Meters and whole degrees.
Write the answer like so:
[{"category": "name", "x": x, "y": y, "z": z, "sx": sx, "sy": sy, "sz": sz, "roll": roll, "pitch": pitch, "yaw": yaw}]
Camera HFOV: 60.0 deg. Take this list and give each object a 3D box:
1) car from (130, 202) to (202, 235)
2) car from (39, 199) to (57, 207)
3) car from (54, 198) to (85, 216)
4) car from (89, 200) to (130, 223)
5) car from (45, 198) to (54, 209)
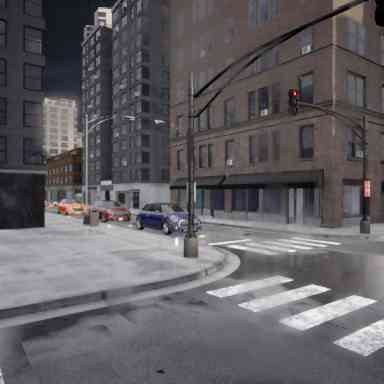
[{"category": "car", "x": -1.447, "y": 1.420, "z": 19.504, "sx": 2.097, "sy": 1.767, "sz": 4.553, "roll": 0, "pitch": 0, "yaw": -38}, {"category": "car", "x": -24.761, "y": 1.863, "z": 57.213, "sx": 1.895, "sy": 1.301, "sz": 4.718, "roll": 0, "pitch": 0, "yaw": -35}, {"category": "car", "x": -12.761, "y": 1.505, "z": 35.389, "sx": 2.097, "sy": 1.767, "sz": 4.553, "roll": 0, "pitch": 0, "yaw": -35}, {"category": "car", "x": -6.645, "y": 1.460, "z": 26.788, "sx": 2.097, "sy": 1.767, "sz": 4.553, "roll": 0, "pitch": 0, "yaw": -35}, {"category": "car", "x": -21.592, "y": 1.622, "z": 47.875, "sx": 2.097, "sy": 1.767, "sz": 4.553, "roll": 0, "pitch": 0, "yaw": -36}]
